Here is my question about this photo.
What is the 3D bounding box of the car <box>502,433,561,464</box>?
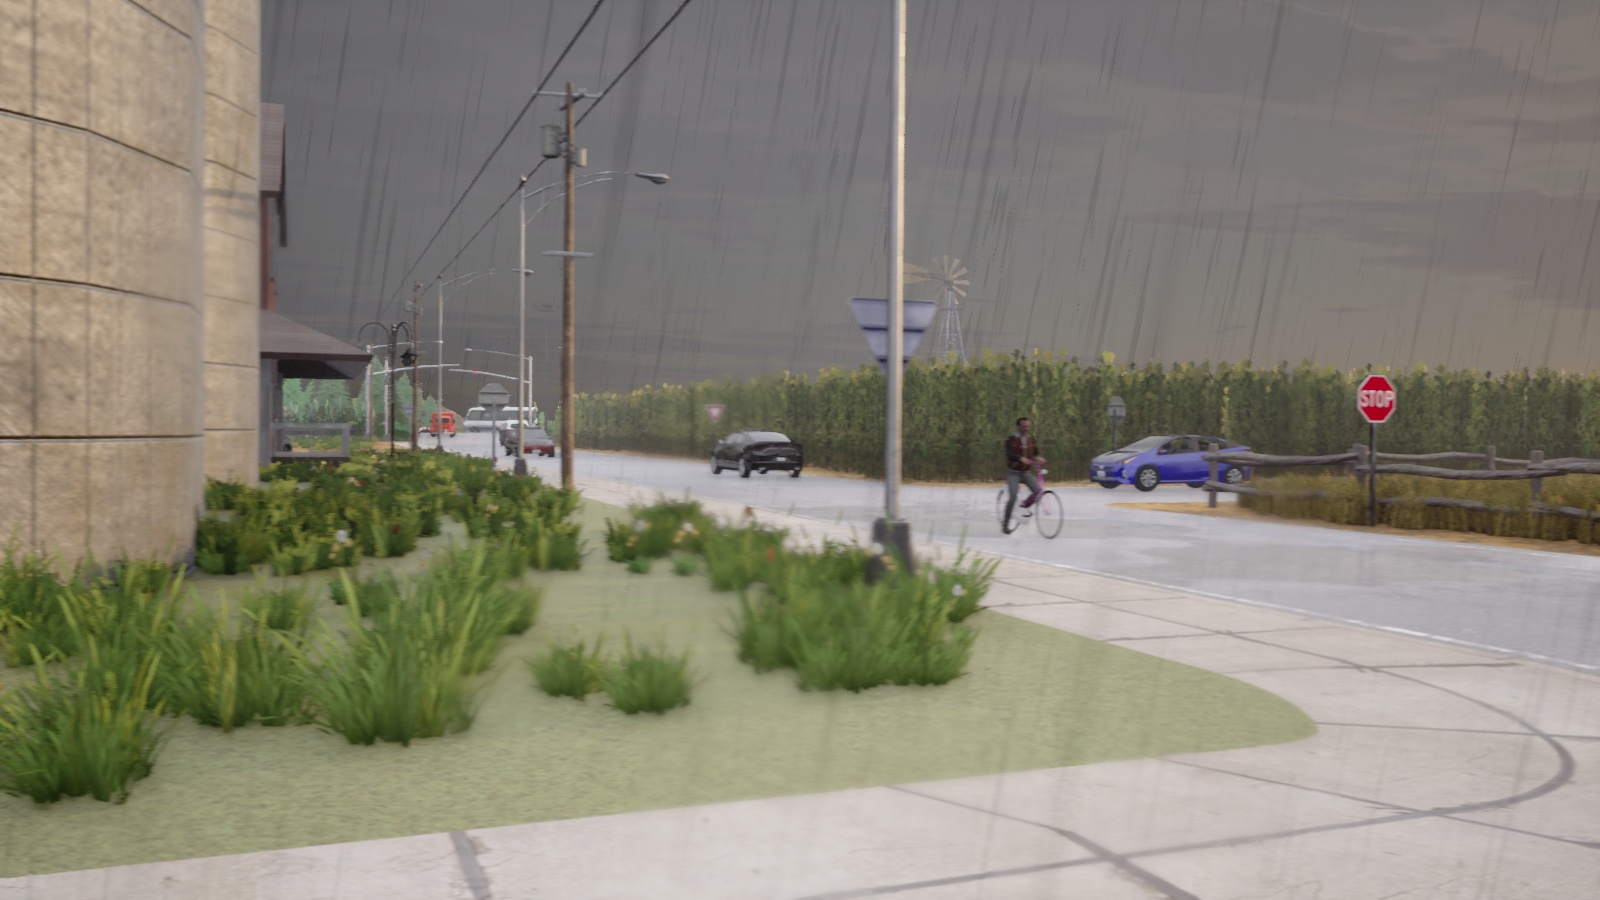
[{"bbox_3d":[-13.549,-0.096,63.083,2.163,1.488,4.792,-1,1,-21],"label":"car"}]

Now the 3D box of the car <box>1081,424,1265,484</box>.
[{"bbox_3d":[10.183,0.072,34.275,4.514,1.525,2.007,-1,1,-21],"label":"car"}]

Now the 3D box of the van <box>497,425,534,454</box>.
[{"bbox_3d":[-20.919,-0.769,92.223,2.069,2.038,4.480,-1,1,-21],"label":"van"}]

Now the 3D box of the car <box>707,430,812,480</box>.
[{"bbox_3d":[-1.409,0.116,41.068,1.882,1.535,5.008,-1,1,-21],"label":"car"}]

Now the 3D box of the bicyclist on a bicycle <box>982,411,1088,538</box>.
[{"bbox_3d":[3.436,0.327,18.535,0.659,1.776,1.843,-1,1,-21],"label":"bicyclist on a bicycle"}]
